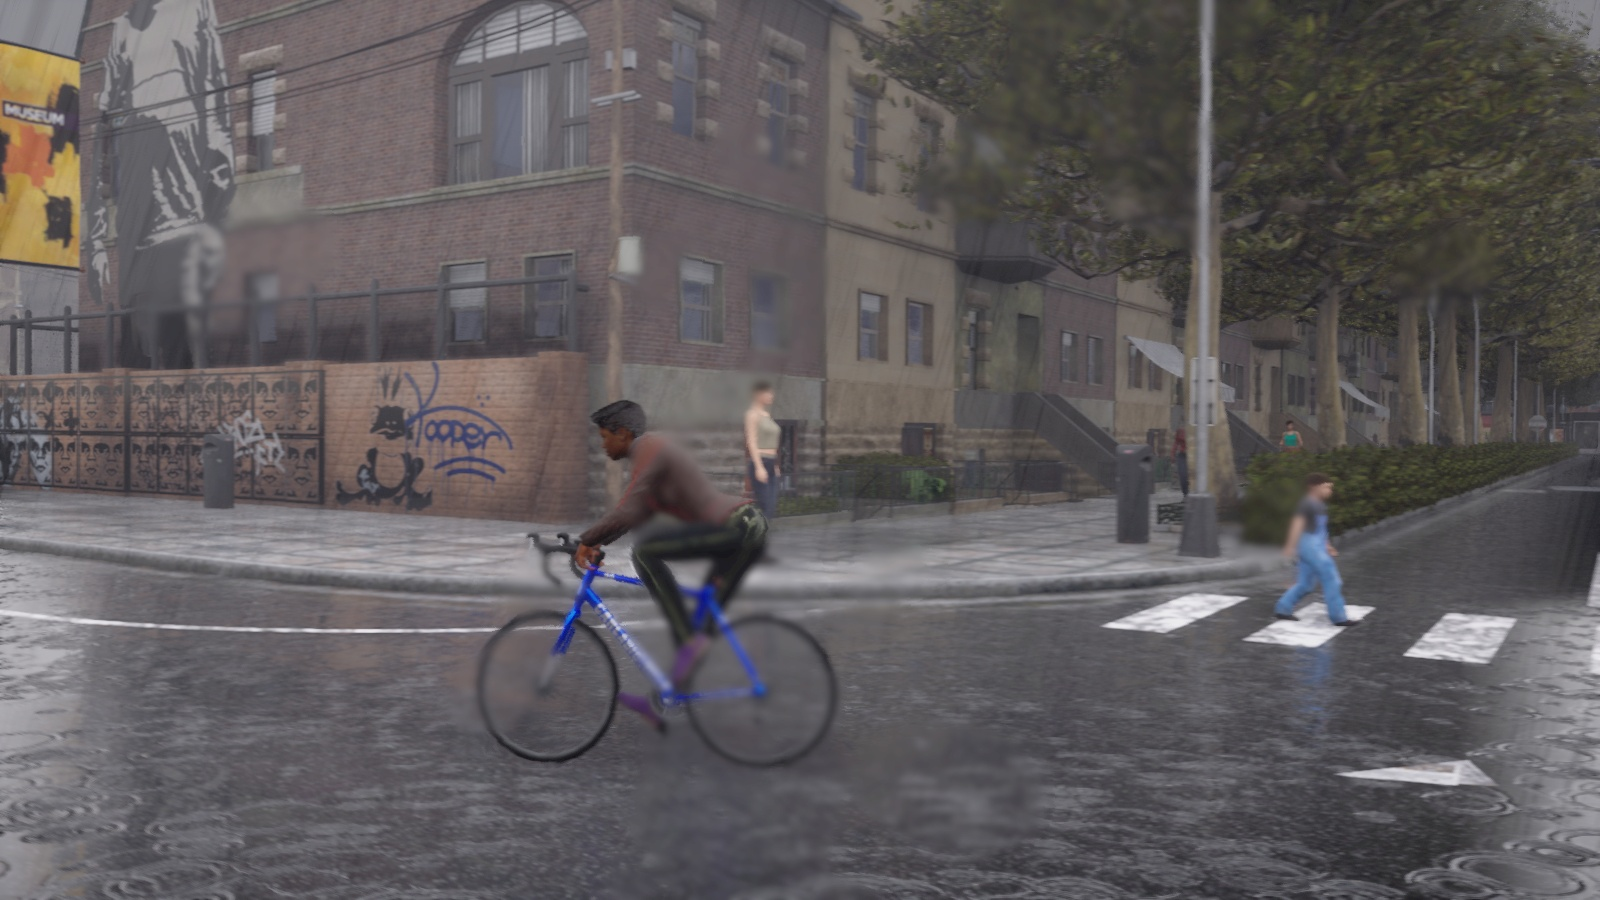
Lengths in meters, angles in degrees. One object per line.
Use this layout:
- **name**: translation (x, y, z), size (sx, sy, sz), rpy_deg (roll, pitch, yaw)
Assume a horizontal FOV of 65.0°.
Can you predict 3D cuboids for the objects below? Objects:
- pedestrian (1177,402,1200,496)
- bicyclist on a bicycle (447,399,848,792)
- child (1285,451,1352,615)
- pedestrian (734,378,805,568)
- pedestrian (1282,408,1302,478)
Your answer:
- **pedestrian**: translation (7.759, -0.024, 25.057), size (0.331, 1.846, 0.636), rpy_deg (0, 1, 27)
- **bicyclist on a bicycle**: translation (-0.641, 0.614, 5.547), size (1.656, 1.620, 0.582), rpy_deg (-1, -1, 5)
- **child**: translation (4.115, 0.645, 9.967), size (0.437, 1.263, 0.270), rpy_deg (0, 1, 35)
- **pedestrian**: translation (-0.301, 0.222, 12.381), size (0.594, 1.836, 0.345), rpy_deg (0, 1, 25)
- **pedestrian**: translation (13.134, -0.189, 33.529), size (0.345, 1.836, 0.594), rpy_deg (0, 1, 36)
